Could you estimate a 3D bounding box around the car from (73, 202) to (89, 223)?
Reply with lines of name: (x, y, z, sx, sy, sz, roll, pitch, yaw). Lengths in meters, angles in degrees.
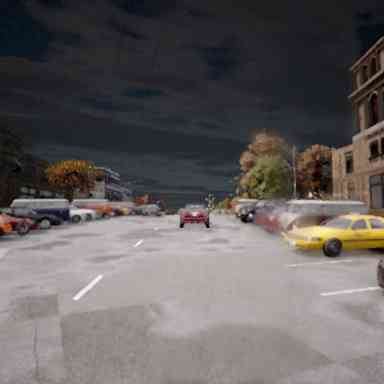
car: (-11.304, 1.864, 27.847, 4.674, 1.452, 2.002, 0, -1, -20)

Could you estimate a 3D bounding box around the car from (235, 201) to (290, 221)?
car: (6.575, 1.792, 31.251, 4.553, 1.767, 2.185, 1, -1, -19)

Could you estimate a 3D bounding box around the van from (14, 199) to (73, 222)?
van: (-11.434, 1.537, 24.877, 4.442, 1.987, 1.878, 0, -1, -20)

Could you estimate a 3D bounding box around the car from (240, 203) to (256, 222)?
car: (6.522, 1.815, 25.266, 4.792, 1.488, 2.163, 1, -1, -19)

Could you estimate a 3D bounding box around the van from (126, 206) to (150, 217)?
van: (-10.684, 3.843, 65.915, 4.442, 1.987, 1.878, 1, -6, -19)

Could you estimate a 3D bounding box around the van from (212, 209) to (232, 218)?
van: (7.487, 5.430, 82.956, 4.442, 1.987, 1.878, 3, -6, -19)

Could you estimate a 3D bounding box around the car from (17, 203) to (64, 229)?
car: (-11.349, 1.705, 21.979, 5.008, 1.535, 2.097, 0, -1, -20)

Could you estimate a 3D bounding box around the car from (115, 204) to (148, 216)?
car: (-10.874, 3.279, 60.038, 5.566, 2.045, 2.435, 1, -5, -19)

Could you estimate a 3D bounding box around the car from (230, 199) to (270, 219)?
car: (6.499, 1.597, 28.235, 5.566, 2.045, 2.435, 1, -1, -19)

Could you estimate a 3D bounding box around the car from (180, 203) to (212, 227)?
car: (0.203, 1.643, 25.328, 2.097, 1.767, 4.553, 0, -1, 0)

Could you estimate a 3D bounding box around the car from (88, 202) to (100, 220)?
car: (-11.280, 1.933, 30.785, 4.674, 1.452, 2.002, 0, -2, -20)

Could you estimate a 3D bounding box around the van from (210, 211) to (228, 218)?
van: (7.454, 6.243, 91.664, 4.442, 1.987, 1.878, 3, -5, -19)

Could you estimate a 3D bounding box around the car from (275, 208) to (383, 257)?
car: (6.253, 1.588, 13.217, 5.366, 1.575, 1.946, 1, 0, -20)

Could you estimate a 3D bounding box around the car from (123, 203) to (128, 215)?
car: (-11.160, 2.308, 42.489, 4.892, 1.521, 2.231, 0, -3, -19)

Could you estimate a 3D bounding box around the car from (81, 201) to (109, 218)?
car: (-11.222, 1.998, 33.718, 4.792, 1.488, 2.163, 0, -2, -19)

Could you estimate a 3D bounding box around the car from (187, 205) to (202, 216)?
car: (0.371, 2.357, 42.589, 1.812, 1.442, 4.674, 0, -3, 1)

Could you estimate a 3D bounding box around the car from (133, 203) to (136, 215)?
car: (-11.085, 2.636, 48.328, 4.892, 1.521, 2.231, 0, -4, -19)

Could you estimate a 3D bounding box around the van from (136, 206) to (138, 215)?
van: (-11.148, 2.601, 51.222, 4.442, 1.987, 1.878, 0, -4, -19)

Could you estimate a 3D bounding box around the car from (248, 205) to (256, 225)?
car: (6.469, 1.767, 22.261, 4.674, 1.452, 2.002, 1, -1, -19)

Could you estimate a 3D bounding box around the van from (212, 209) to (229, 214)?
van: (7.208, 5.147, 79.941, 4.442, 1.987, 1.878, 3, -5, -19)

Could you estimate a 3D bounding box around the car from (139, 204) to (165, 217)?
car: (-4.778, 2.220, 39.919, 1.837, 1.490, 4.892, 0, -3, 1)

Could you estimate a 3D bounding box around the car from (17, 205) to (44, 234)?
car: (-11.333, 1.685, 19.061, 4.792, 1.488, 2.163, 0, -1, -20)

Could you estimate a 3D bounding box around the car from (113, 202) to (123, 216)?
car: (-11.196, 2.174, 39.565, 5.008, 1.535, 2.097, 0, -2, -19)

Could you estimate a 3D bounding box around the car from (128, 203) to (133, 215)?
car: (-11.290, 2.457, 45.342, 5.366, 1.575, 1.946, 0, -3, -19)

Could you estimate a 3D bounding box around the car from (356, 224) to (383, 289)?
car: (6.379, 1.566, 7.285, 4.792, 1.488, 2.163, 1, 0, -20)

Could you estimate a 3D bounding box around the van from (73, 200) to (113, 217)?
van: (-11.333, 1.836, 36.605, 4.442, 1.987, 1.878, 0, -2, -19)

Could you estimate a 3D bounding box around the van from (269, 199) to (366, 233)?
van: (6.334, 1.403, 16.235, 4.442, 1.987, 1.878, 1, -1, -20)

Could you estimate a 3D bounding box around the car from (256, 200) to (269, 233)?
car: (6.426, 1.551, 19.265, 4.553, 1.767, 2.185, 1, -1, -20)

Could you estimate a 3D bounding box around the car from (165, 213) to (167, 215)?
car: (-10.339, 5.981, 89.223, 5.566, 2.045, 2.435, 1, -5, -19)

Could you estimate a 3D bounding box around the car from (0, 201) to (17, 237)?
car: (-11.346, 1.483, 16.120, 4.553, 1.767, 2.185, -1, -1, -20)
